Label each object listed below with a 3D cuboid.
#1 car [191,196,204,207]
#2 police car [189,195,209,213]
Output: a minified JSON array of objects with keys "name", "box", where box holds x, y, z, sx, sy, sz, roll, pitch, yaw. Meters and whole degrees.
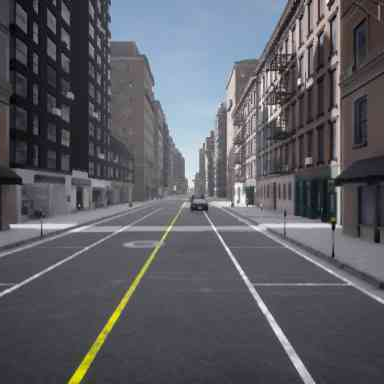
[{"name":"car","box":[0.825,1.501,53.054,1.882,1.535,5.008,0,0,0]},{"name":"police car","box":[0.825,1.432,37.164,1.930,1.638,5.238,0,0,0]}]
